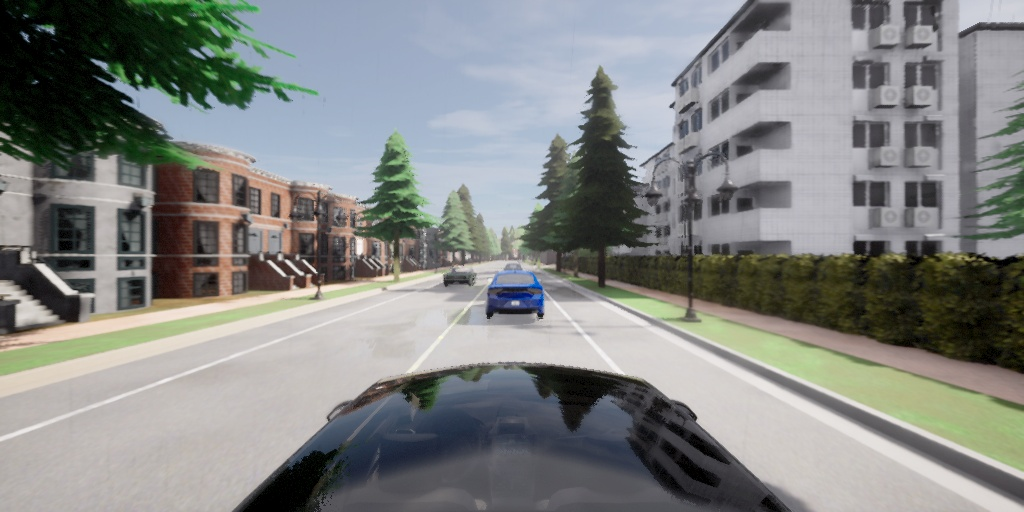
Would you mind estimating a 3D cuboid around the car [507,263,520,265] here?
[{"bbox_3d":[0.106,1.403,33.745,2.033,1.411,5.357,0,0,0],"label":"car"}]

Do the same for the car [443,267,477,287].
[{"bbox_3d":[-3.595,1.428,25.340,1.895,1.301,4.718,0,0,0],"label":"car"}]

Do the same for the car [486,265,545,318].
[{"bbox_3d":[0.102,1.265,13.161,1.882,1.535,5.008,0,0,0],"label":"car"}]
